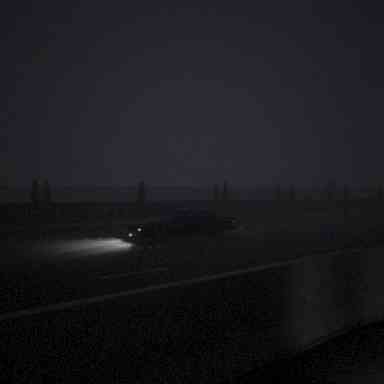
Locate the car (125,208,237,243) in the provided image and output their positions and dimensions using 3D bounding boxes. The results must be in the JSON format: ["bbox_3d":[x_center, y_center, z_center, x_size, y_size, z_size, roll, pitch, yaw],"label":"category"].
[{"bbox_3d":[-0.390,1.492,15.943,5.357,1.411,2.033,0,0,-30],"label":"car"}]
